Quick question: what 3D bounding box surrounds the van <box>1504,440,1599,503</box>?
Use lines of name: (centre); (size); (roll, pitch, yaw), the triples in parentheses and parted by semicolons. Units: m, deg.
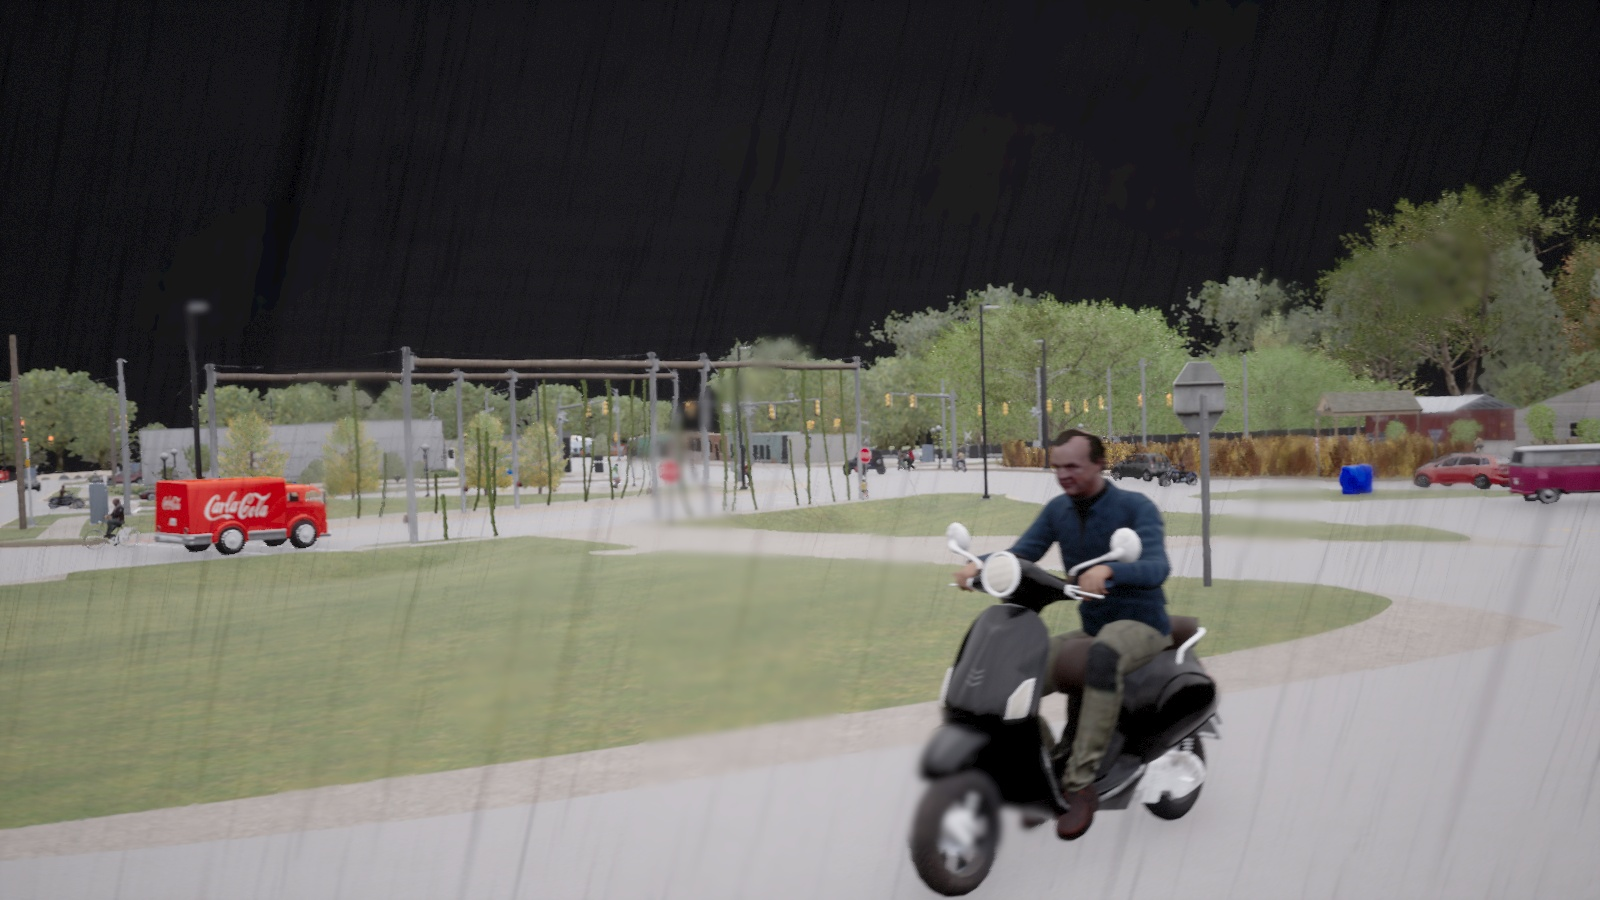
van: (26.741, 0.683, 42.797); (4.442, 1.987, 1.775); (-2, 1, 12)

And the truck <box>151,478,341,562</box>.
truck: (-18.642, 2.265, 42.442); (2.627, 2.467, 5.204); (-1, 1, 38)

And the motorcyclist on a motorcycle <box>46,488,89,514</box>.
motorcyclist on a motorcycle: (-48.344, 3.354, 82.897); (2.350, 1.649, 0.766); (0, 1, 1)

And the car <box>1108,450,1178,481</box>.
car: (20.215, 0.878, 74.090); (1.851, 1.617, 3.988); (-3, 2, -24)

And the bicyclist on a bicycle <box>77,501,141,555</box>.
bicyclist on a bicycle: (-24.129, 2.707, 43.873); (0.659, 1.776, 1.843); (-1, 0, 39)

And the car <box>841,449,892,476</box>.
car: (4.970, 0.946, 94.417); (1.905, 1.878, 3.866); (-3, 0, -30)

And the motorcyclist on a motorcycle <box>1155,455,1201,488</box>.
motorcyclist on a motorcycle: (20.447, 1.132, 67.916); (2.350, 1.649, 0.766); (-2, 2, -16)

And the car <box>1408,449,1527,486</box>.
car: (32.571, 0.867, 61.392); (2.242, 1.667, 4.611); (-2, 0, -31)

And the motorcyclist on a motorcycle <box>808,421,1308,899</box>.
motorcyclist on a motorcycle: (1.010, 0.714, 4.662); (1.817, 1.590, 0.866); (0, -1, -41)
